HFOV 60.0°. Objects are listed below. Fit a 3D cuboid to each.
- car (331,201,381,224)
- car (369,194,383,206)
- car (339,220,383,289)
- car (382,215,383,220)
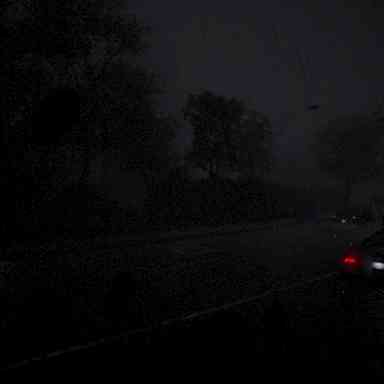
[{"bbox_3d":[12.243,1.632,25.015,2.033,1.411,5.357,0,0,41],"label":"car"},{"bbox_3d":[32.872,1.403,59.097,2.150,2.045,5.566,0,0,22],"label":"car"},{"bbox_3d":[5.762,1.582,8.519,5.357,1.411,2.033,0,0,-41],"label":"car"},{"bbox_3d":[13.811,1.681,21.548,1.895,1.301,4.718,0,0,42],"label":"car"}]
